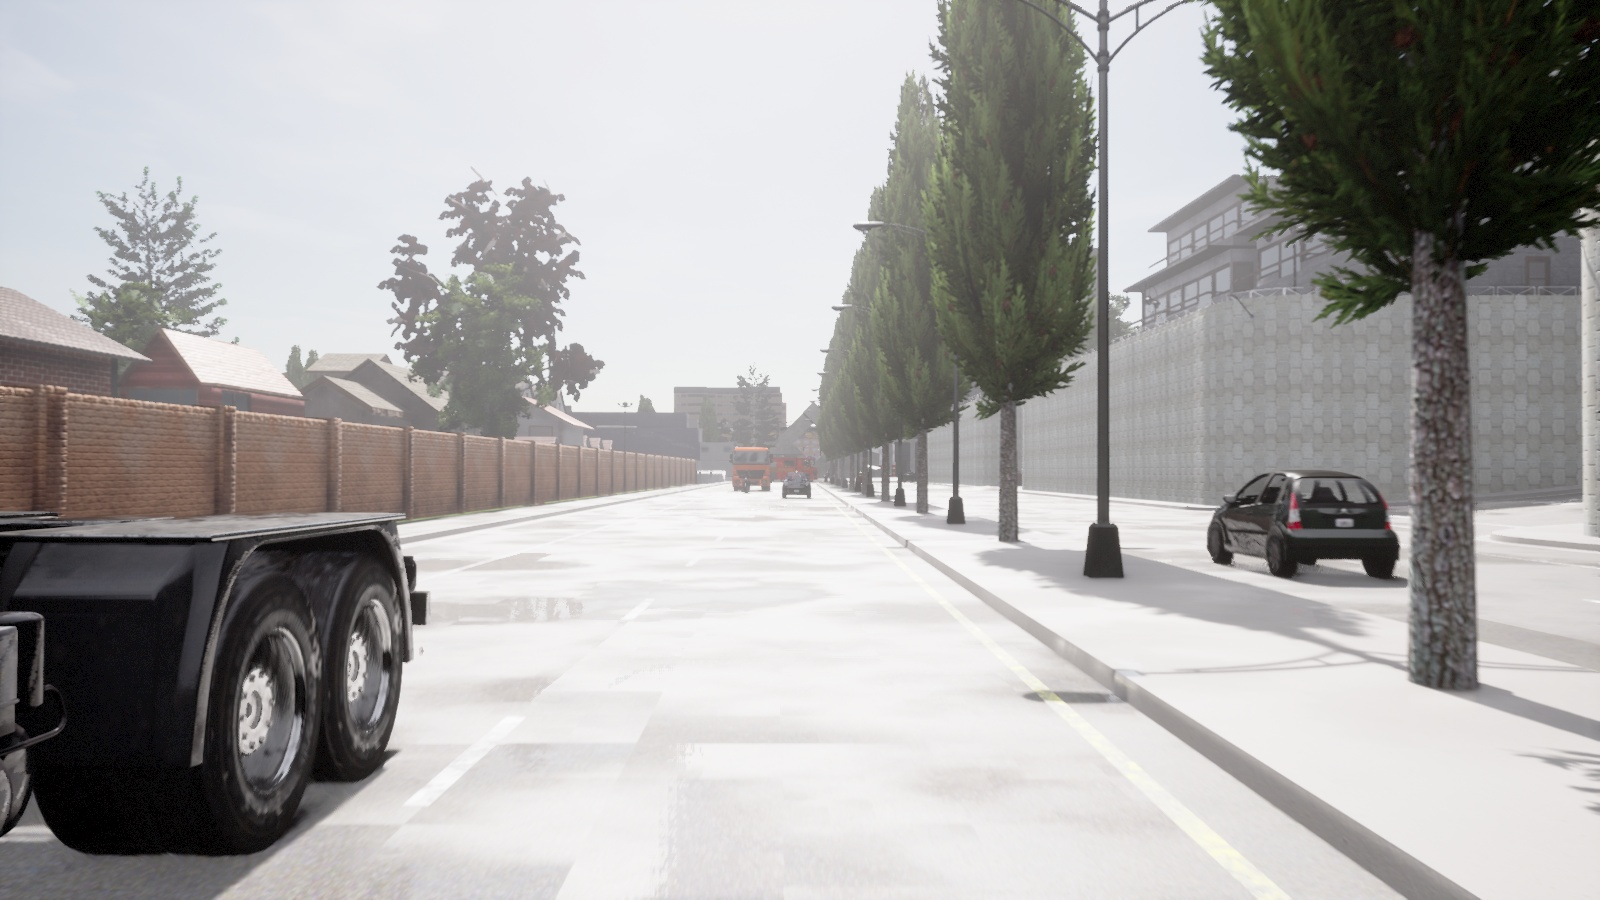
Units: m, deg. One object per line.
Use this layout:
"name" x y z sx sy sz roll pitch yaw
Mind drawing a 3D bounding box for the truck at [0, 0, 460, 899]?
"truck" -3.513 -0.092 3.687 2.891 3.462 7.936 0 -1 0

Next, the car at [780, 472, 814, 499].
"car" -0.174 2.032 71.819 1.845 1.501 3.633 0 -1 0

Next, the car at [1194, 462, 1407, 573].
"car" 7.950 1.022 20.372 1.851 1.617 3.988 0 -1 0
